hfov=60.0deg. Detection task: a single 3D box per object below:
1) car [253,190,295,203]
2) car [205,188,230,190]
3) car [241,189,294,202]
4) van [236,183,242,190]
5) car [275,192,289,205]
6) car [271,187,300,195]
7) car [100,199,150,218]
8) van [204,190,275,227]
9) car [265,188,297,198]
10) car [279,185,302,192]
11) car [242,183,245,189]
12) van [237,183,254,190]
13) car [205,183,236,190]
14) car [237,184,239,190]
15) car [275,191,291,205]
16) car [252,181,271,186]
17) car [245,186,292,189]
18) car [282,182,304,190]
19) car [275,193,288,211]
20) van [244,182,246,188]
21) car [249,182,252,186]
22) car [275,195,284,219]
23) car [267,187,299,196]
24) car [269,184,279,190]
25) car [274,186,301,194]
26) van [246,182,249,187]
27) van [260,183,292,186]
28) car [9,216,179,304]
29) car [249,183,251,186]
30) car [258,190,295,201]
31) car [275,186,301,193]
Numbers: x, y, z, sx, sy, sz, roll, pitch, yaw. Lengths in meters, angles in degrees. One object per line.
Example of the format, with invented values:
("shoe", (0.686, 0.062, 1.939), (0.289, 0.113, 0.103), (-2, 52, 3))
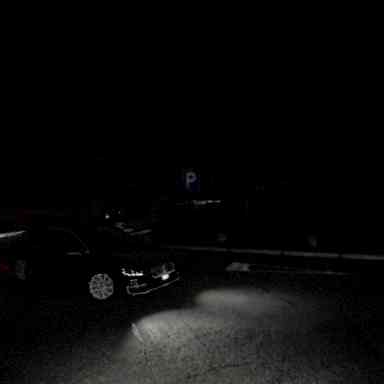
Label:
("car", (10.410, 0.500, 42.245), (5.008, 1.535, 2.097), (0, 2, 20))
("car", (3.728, 0.482, 48.480), (1.895, 1.301, 4.718), (0, 2, 20))
("car", (7.607, 0.807, 34.411), (5.008, 1.535, 2.097), (0, 2, 20))
("van", (8.262, -0.823, 74.593), (4.442, 1.987, 1.878), (0, 2, 20))
("car", (5.754, 1.043, 29.185), (4.792, 1.488, 2.163), (0, 2, 20))
("car", (17.007, -0.180, 60.508), (4.792, 1.488, 2.163), (0, 2, 20))
("car", (-4.875, 1.311, 24.630), (2.128, 1.511, 4.902), (0, 2, 20))
("van", (2.800, 1.098, 21.395), (4.442, 1.987, 1.878), (0, 2, 20))
("car", (14.139, 0.124, 52.696), (4.792, 1.488, 2.163), (0, 2, 20))
("car", (22.602, -0.821, 76.182), (5.008, 1.535, 2.097), (0, 2, 20))
("car", (9.097, -0.700, 77.278), (5.008, 1.535, 2.097), (0, 2, 20))
("van", (14.895, -1.594, 93.055), (4.442, 1.987, 1.878), (0, 2, 20))
("car", (5.284, -0.542, 66.731), (5.566, 2.045, 2.435), (0, 2, 20))
("car", (7.211, -0.455, 72.004), (4.674, 1.452, 2.002), (0, 2, 20))
("car", (6.658, 0.911, 31.805), (4.892, 1.521, 2.231), (0, 2, 20))
("car", (14.087, -0.667, 67.208), (2.150, 2.045, 5.566), (0, 2, 20))
("car", (8.567, 0.579, 37.008), (4.553, 1.767, 2.185), (0, 2, 20))
("car", (26.329, -1.516, 86.625), (5.566, 2.045, 2.435), (0, 2, 20))
("car", (4.614, 1.113, 26.647), (5.366, 1.575, 1.946), (0, 2, 20))
("van", (9.938, -1.029, 79.948), (4.442, 1.987, 1.878), (0, 2, 20))
("car", (13.846, -1.249, 90.462), (4.892, 1.521, 2.231), (0, 2, 20))
("car", (3.879, 1.250, 23.963), (4.792, 1.488, 2.163), (0, 2, 20))
("car", (15.867, -0.112, 57.969), (5.366, 1.575, 1.946), (0, 2, 20))
("car", (22.664, -1.362, 91.381), (2.128, 1.511, 4.902), (0, 3, 20))
("car", (18.860, -0.413, 65.735), (5.008, 1.535, 2.097), (0, 2, 20))
("van", (11.104, -1.136, 82.504), (4.442, 1.987, 1.878), (0, 2, 20))
("van", (12.398, 0.071, 47.418), (4.442, 1.987, 1.878), (0, 2, 20))
("car", (-2.575, 1.519, 8.186), (4.892, 1.490, 1.837), (-1, 1, 34))
("car", (11.972, -0.989, 85.179), (4.792, 1.488, 2.163), (0, 2, 20))
("car", (11.350, 0.439, 44.858), (4.674, 1.452, 2.002), (0, 2, 20))
("car", (19.798, -0.514, 68.346), (5.008, 1.535, 2.097), (0, 2, 20))
